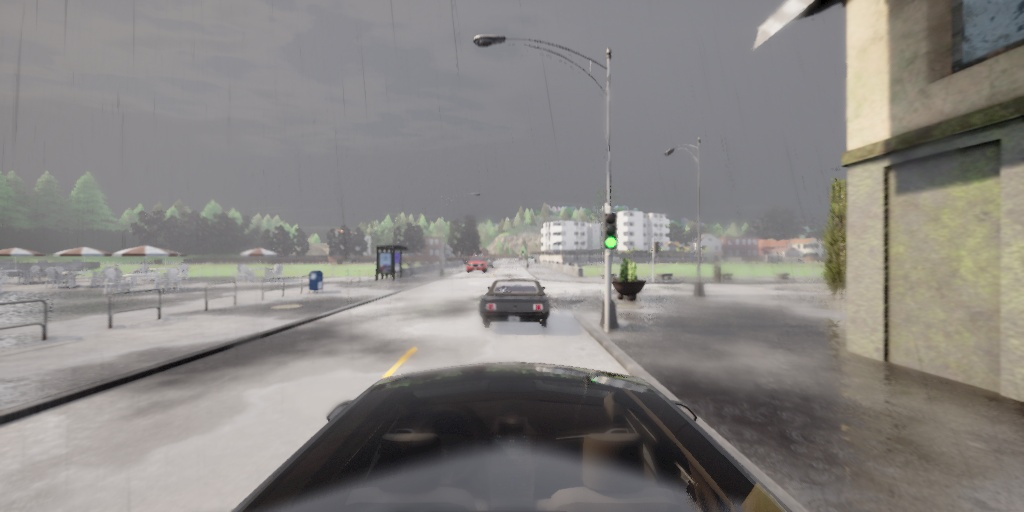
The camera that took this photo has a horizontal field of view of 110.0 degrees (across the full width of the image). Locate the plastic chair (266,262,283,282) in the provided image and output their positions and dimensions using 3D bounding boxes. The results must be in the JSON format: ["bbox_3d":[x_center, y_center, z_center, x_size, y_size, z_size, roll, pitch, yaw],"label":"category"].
[{"bbox_3d":[-17.898,1.274,27.209,0.730,1.272,0.750,0,0,0],"label":"plastic chair"}]

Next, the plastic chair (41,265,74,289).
[{"bbox_3d":[-26.999,1.276,21.311,0.750,1.272,0.730,0,0,0],"label":"plastic chair"}]

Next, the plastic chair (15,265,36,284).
[{"bbox_3d":[-33.330,1.275,24.817,0.730,1.272,0.750,0,0,-1],"label":"plastic chair"}]

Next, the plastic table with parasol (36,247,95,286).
[{"bbox_3d":[-26.899,0.671,22.561,2.482,2.480,2.482,0,0,0],"label":"plastic table with parasol"}]

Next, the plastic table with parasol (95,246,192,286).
[{"bbox_3d":[-19.919,0.672,19.530,2.482,2.480,2.482,0,0,0],"label":"plastic table with parasol"}]

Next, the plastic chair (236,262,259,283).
[{"bbox_3d":[-19.198,1.274,26.010,0.750,1.272,0.730,0,0,0],"label":"plastic chair"}]

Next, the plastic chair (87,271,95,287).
[{"bbox_3d":[-25.699,1.275,22.511,0.730,1.272,0.750,0,0,0],"label":"plastic chair"}]

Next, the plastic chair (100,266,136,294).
[{"bbox_3d":[-19.999,1.276,18.210,0.750,1.272,0.730,0,0,0],"label":"plastic chair"}]

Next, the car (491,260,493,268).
[{"bbox_3d":[-4.053,1.262,58.940,1.812,1.442,4.674,0,0,0],"label":"car"}]

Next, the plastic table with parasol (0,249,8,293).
[{"bbox_3d":[-26.510,0.673,16.641,2.482,2.480,2.482,0,0,0],"label":"plastic table with parasol"}]

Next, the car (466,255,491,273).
[{"bbox_3d":[-4.084,0.957,42.696,2.150,2.045,5.566,0,1,0],"label":"car"}]

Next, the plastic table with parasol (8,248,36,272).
[{"bbox_3d":[-34.508,0.671,24.933,2.482,2.480,2.482,0,0,0],"label":"plastic table with parasol"}]

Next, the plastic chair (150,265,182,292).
[{"bbox_3d":[-18.699,1.276,19.410,0.730,1.272,0.750,0,0,0],"label":"plastic chair"}]

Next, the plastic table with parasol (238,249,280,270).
[{"bbox_3d":[-19.167,0.670,27.350,2.482,2.480,2.482,0,0,0],"label":"plastic table with parasol"}]

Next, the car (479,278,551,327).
[{"bbox_3d":[0.171,1.349,11.474,1.895,1.301,4.718,0,0,3],"label":"car"}]
